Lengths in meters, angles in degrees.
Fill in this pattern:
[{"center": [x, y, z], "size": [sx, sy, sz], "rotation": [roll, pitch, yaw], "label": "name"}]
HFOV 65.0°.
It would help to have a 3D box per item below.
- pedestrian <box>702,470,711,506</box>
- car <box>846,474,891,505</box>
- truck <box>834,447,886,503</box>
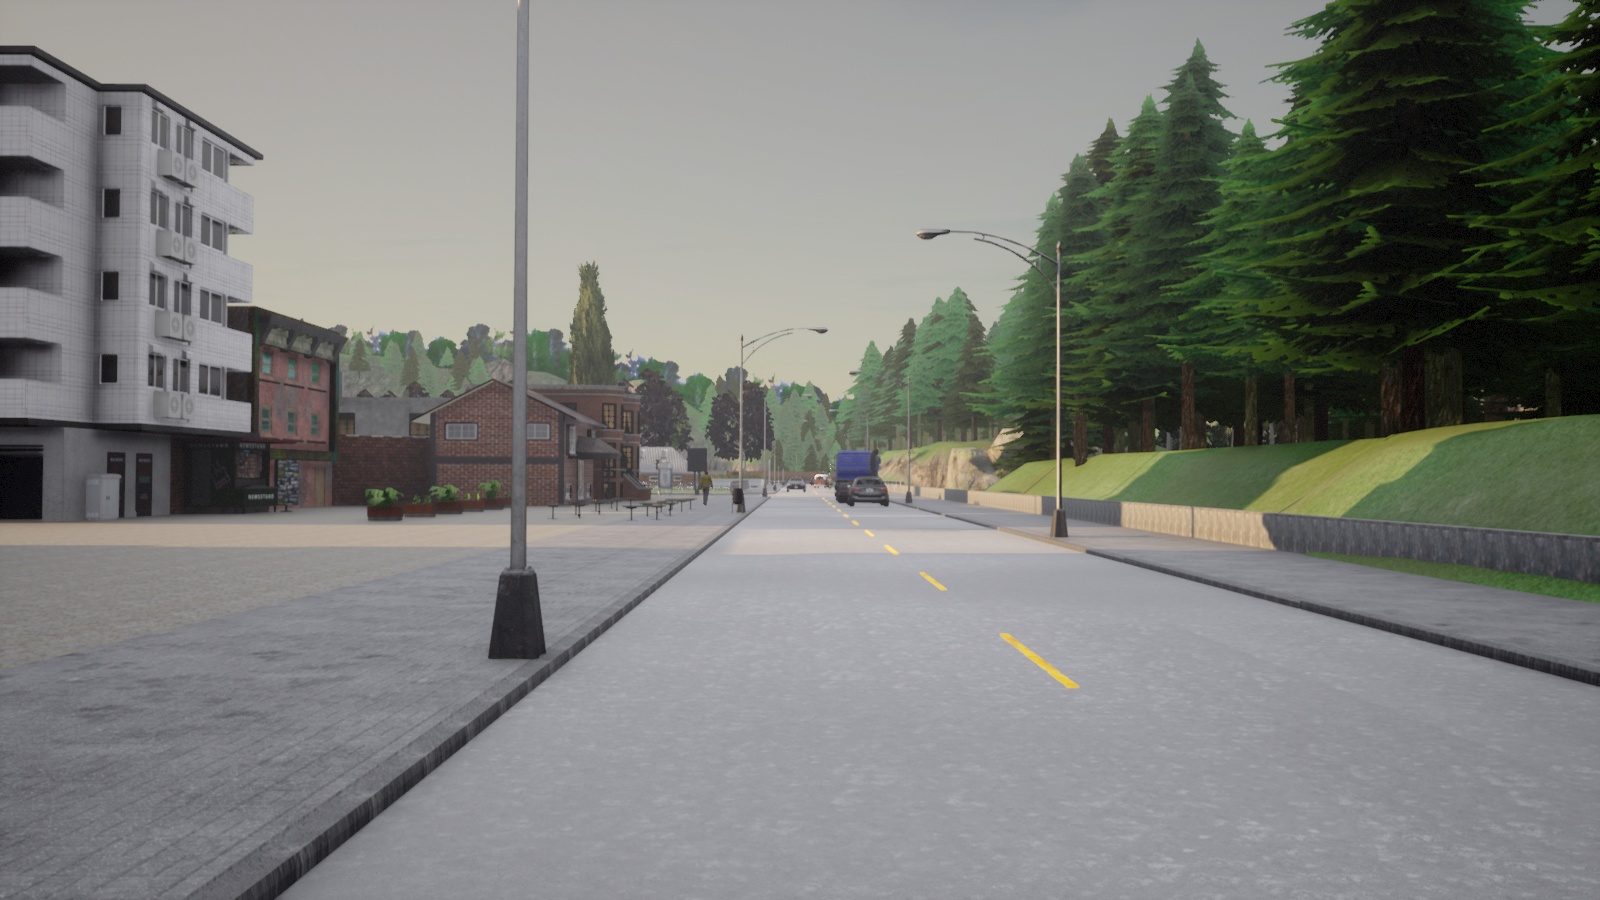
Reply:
[{"center": [-4.813, 1.969, 64.391], "size": [0.370, 1.835, 0.726], "rotation": [0, -1, 2], "label": "pedestrian"}, {"center": [3.799, 2.201, 70.398], "size": [2.242, 1.667, 4.611], "rotation": [0, -1, 0], "label": "car"}, {"center": [3.767, 1.603, 80.690], "size": [2.891, 3.462, 7.936], "rotation": [0, -1, 0], "label": "truck"}]
